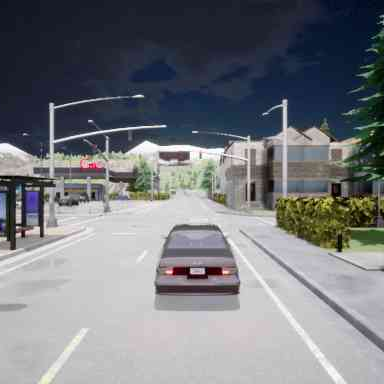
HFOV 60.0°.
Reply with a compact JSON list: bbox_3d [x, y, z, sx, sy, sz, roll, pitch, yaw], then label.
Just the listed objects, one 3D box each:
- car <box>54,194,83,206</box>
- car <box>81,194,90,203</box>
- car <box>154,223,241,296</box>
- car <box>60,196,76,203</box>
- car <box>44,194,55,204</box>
[{"bbox_3d":[-18.891,1.489,51.029,2.007,1.523,4.514,0,0,0],"label":"car"},{"bbox_3d":[-22.584,1.268,68.900,1.905,1.878,3.866,0,0,0],"label":"car"},{"bbox_3d":[0.105,1.547,8.822,2.033,1.411,5.357,0,0,0],"label":"car"},{"bbox_3d":[-25.910,1.552,69.504,1.970,1.475,3.806,0,0,0],"label":"car"},{"bbox_3d":[-25.854,1.289,61.025,1.932,1.855,4.605,0,0,0],"label":"car"}]
